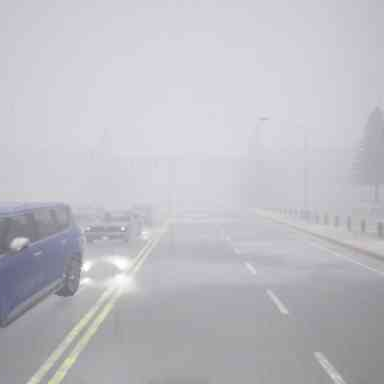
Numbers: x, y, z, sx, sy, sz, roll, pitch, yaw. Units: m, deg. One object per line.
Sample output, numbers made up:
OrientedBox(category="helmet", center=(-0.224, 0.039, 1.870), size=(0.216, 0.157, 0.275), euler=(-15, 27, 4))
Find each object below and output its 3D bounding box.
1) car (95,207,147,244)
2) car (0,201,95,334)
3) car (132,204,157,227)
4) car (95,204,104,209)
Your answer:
OrientedBox(category="car", center=(-3.594, 1.606, 15.982), size=(1.895, 1.301, 4.718), euler=(0, 0, 0))
OrientedBox(category="car", center=(-3.601, 1.225, 5.650), size=(2.150, 2.045, 5.566), euler=(0, 0, 0))
OrientedBox(category="car", center=(-3.522, 1.561, 23.407), size=(2.033, 1.411, 5.357), euler=(0, 0, 0))
OrientedBox(category="car", center=(-7.022, 1.573, 23.404), size=(1.994, 1.385, 4.181), euler=(0, 0, 0))
